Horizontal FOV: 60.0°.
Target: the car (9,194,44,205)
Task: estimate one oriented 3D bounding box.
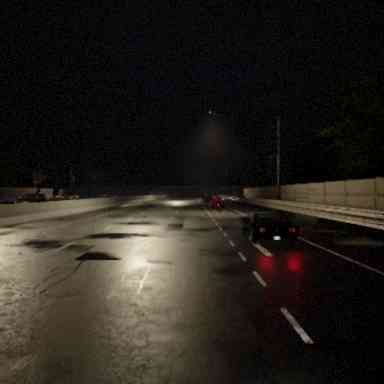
[{"bbox_3d":[-21.044,1.252,43.557,2.150,2.045,5.566,0,0,1],"label":"car"}]

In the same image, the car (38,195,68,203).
[{"bbox_3d":[-17.548,1.507,43.246,1.882,1.535,5.008,0,0,0],"label":"car"}]

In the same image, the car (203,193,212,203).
[{"bbox_3d":[3.620,1.570,72.057,1.882,1.535,5.008,0,0,0],"label":"car"}]

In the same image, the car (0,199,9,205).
[{"bbox_3d":[-24.544,1.593,43.321,1.994,1.385,4.181,0,0,0],"label":"car"}]

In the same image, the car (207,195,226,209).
[{"bbox_3d":[3.525,1.563,46.630,1.812,1.442,4.674,0,0,0],"label":"car"}]

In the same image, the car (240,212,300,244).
[{"bbox_3d":[3.501,1.605,15.911,1.895,1.301,4.718,0,0,0],"label":"car"}]

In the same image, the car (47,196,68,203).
[{"bbox_3d":[-27.896,1.588,69.120,2.033,1.411,5.357,0,0,0],"label":"car"}]
